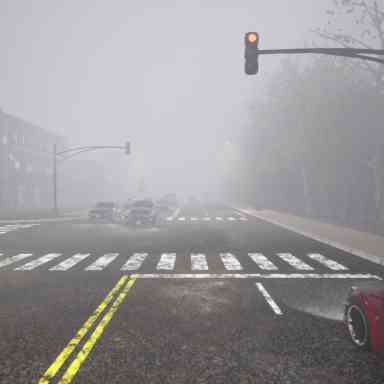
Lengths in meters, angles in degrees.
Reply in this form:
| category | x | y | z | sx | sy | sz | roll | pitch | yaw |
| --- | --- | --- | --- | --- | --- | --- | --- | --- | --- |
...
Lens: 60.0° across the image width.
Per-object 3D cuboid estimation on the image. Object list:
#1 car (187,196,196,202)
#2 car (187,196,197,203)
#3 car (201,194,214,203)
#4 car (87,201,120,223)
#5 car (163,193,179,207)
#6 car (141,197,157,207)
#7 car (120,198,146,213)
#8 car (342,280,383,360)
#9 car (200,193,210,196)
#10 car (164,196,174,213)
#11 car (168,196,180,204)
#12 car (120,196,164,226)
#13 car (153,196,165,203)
| category | x | y | z | sx | sy | sz | roll | pitch | yaw |
| --- | --- | --- | --- | --- | --- | --- | --- | --- | --- |
| car | -0.114 | 1.564 | 77.262 | 1.895 | 1.301 | 4.718 | 0 | 0 | 0 |
| car | 0.003 | 1.453 | 66.201 | 1.882 | 1.535 | 5.008 | 0 | 0 | 0 |
| car | 3.248 | 1.576 | 66.101 | 1.895 | 1.301 | 4.718 | 0 | 0 | 0 |
| car | -6.638 | 1.500 | 25.857 | 1.837 | 1.490 | 4.892 | 0 | -1 | 0 |
| car | -3.418 | 1.205 | 50.264 | 2.150 | 2.045 | 5.566 | 0 | 0 | 1 |
| car | -6.657 | 1.508 | 51.818 | 1.812 | 1.442 | 4.674 | 0 | 0 | 0 |
| car | -6.653 | 1.480 | 38.158 | 2.128 | 1.511 | 4.902 | 0 | 0 | 0 |
| car | 3.348 | 1.563 | 3.519 | 1.994 | 1.385 | 4.181 | 0 | 0 | 0 |
| car | 3.139 | 1.195 | 76.284 | 2.150 | 2.045 | 5.566 | 0 | 0 | 0 |
| car | -3.405 | 1.536 | 37.022 | 2.033 | 1.411 | 5.357 | 0 | 0 | 0 |
| car | -3.396 | 1.524 | 63.467 | 2.033 | 1.411 | 5.357 | 0 | 0 | 0 |
| car | -3.384 | 1.345 | 23.362 | 2.097 | 1.767 | 4.553 | 0 | 0 | 0 |
| car | -6.613 | 1.575 | 67.688 | 1.895 | 1.301 | 4.718 | 0 | 0 | 0 |
